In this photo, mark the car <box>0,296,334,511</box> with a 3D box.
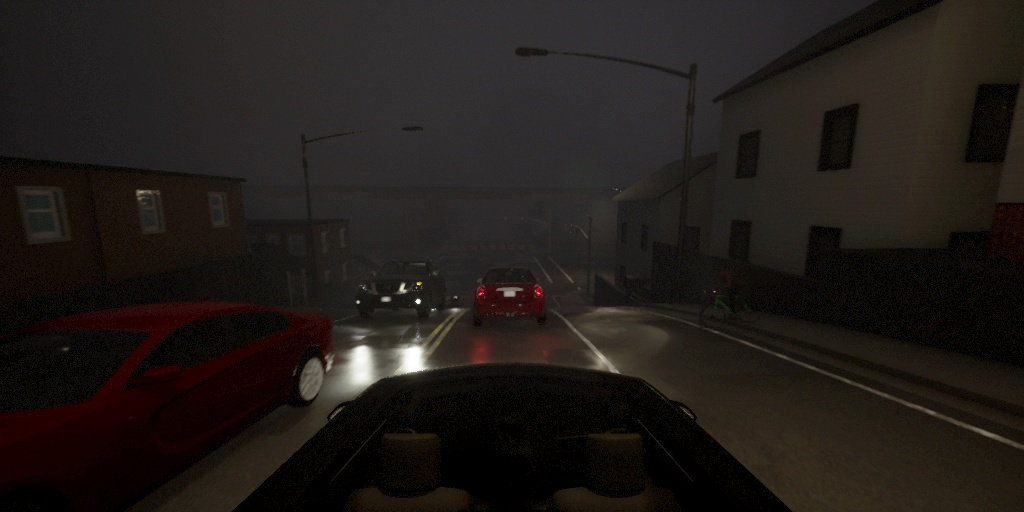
[{"bbox_3d":[-3.643,1.248,3.429,1.882,1.535,5.008,0,0,0],"label":"car"}]

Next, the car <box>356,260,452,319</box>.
[{"bbox_3d":[-3.839,1.141,13.516,2.150,2.045,5.566,0,-4,-1],"label":"car"}]

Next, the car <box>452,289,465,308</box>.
[{"bbox_3d":[-4.165,2.886,23.623,1.812,1.442,4.674,0,-12,-2],"label":"car"}]

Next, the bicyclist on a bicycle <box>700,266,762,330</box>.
[{"bbox_3d":[5.633,1.052,9.355,1.656,1.620,0.582,-9,0,-1],"label":"bicyclist on a bicycle"}]

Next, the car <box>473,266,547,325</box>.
[{"bbox_3d":[-0.113,1.145,11.925,2.097,1.767,4.553,0,-2,-2],"label":"car"}]
